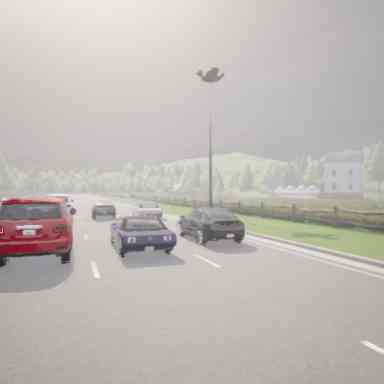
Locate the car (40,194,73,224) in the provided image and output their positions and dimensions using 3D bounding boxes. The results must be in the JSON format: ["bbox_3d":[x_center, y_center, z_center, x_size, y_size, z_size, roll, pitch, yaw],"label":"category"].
[{"bbox_3d":[-10.642,1.184,26.424,2.150,2.045,5.566,0,0,-19],"label":"car"}]

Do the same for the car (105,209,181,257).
[{"bbox_3d":[-2.135,1.582,13.066,1.895,1.301,4.718,0,0,-19],"label":"car"}]

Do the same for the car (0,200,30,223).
[{"bbox_3d":[-14.275,1.453,26.198,2.128,1.511,4.902,0,0,-19],"label":"car"}]

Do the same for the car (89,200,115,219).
[{"bbox_3d":[-7.679,1.451,28.540,2.128,1.511,4.902,0,0,-19],"label":"car"}]

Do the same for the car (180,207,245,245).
[{"bbox_3d":[0.713,1.484,15.509,1.837,1.490,4.892,0,0,-19],"label":"car"}]

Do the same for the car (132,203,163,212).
[{"bbox_3d":[-3.907,1.560,28.366,1.895,1.301,4.718,0,0,-19],"label":"car"}]

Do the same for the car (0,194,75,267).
[{"bbox_3d":[-5.369,1.204,11.708,2.150,2.045,5.566,0,0,-19],"label":"car"}]

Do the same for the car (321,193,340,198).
[{"bbox_3d":[34.260,1.102,82.097,1.932,1.855,4.605,0,0,-20],"label":"car"}]
